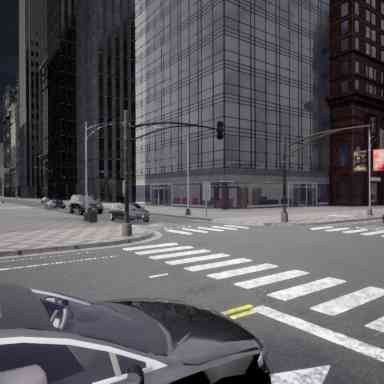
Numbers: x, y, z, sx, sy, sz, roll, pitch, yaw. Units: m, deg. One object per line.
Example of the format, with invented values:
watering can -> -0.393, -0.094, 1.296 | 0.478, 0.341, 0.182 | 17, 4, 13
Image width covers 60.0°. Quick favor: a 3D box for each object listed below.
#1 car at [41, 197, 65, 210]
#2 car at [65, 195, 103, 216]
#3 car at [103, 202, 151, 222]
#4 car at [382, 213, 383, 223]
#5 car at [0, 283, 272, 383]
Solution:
car -> -18.674, 1.670, 45.375 | 1.994, 1.385, 4.181 | 0, 0, -36
car -> -11.134, 1.296, 34.711 | 2.150, 2.045, 5.566 | 0, 0, -36
car -> -4.977, 1.555, 26.035 | 1.837, 1.490, 4.892 | 0, 0, -35
car -> 14.768, 1.357, 22.364 | 4.553, 1.767, 2.097 | 0, 0, -36
car -> -1.485, 1.491, 2.379 | 4.902, 1.511, 2.128 | 0, 0, -36
